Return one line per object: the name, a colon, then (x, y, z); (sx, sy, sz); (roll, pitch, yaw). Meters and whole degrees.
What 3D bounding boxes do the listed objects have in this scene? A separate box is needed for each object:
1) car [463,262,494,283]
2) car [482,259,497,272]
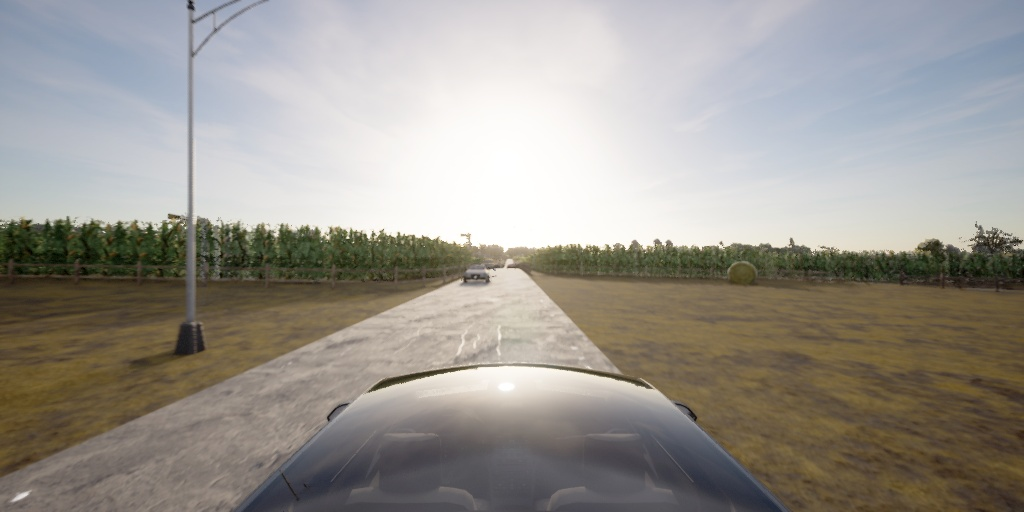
car: (-2.823, 1.457, 29.710); (1.994, 1.385, 4.181); (0, 0, 0)
car: (-2.852, 1.132, 43.131); (1.837, 1.490, 4.892); (0, -1, 0)
